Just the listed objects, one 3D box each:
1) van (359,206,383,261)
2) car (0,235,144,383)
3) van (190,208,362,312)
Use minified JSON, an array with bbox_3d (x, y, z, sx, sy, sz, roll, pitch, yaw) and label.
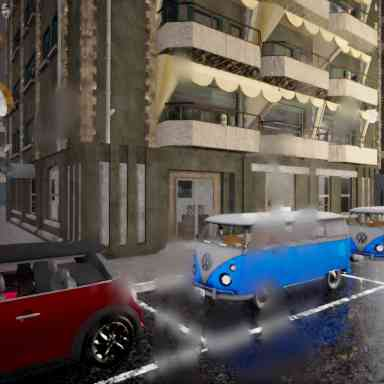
[{"bbox_3d":[6.485,1.347,10.750,3.998,1.788,1.690,0,0,-36],"label":"van"},{"bbox_3d":[-2.765,1.440,4.121,4.097,1.590,1.967,0,0,-36],"label":"car"},{"bbox_3d":[1.860,1.344,7.435,3.998,1.788,1.690,0,0,-36],"label":"van"}]
